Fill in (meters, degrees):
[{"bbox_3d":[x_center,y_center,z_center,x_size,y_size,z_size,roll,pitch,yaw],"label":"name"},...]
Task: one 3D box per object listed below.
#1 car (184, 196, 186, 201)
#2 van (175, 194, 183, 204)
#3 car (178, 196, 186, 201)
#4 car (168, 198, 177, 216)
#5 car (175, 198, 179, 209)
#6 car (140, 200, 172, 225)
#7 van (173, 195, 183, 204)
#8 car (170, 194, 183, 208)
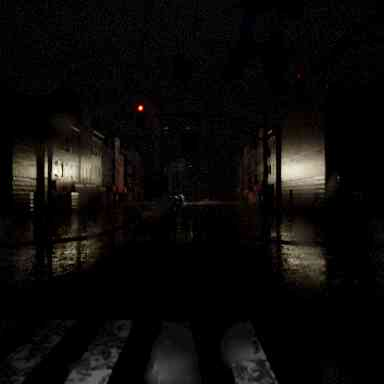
[{"bbox_3d":[-2.659,1.371,57.678,2.192,1.841,5.009,0,0,0],"label":"car"},{"bbox_3d":[-2.664,1.423,68.889,1.690,1.788,3.998,0,0,0],"label":"van"},{"bbox_3d":[-2.676,1.713,91.311,1.947,1.339,4.313,0,0,0],"label":"car"},{"bbox_3d":[-2.647,1.553,29.651,1.887,1.381,4.507,0,0,0],"label":"car"},{"bbox_3d":[-2.650,1.596,35.256,1.802,1.307,4.206,0,0,0],"label":"car"},{"bbox_3d":[-2.645,1.528,23.876,1.752,1.417,4.829,0,0,0],"label":"car"},{"bbox_3d":[-2.662,1.410,63.284,1.690,1.788,3.998,0,0,0],"label":"van"},{"bbox_3d":[-2.655,1.473,46.467,1.967,1.590,4.097,0,0,0],"label":"car"}]
